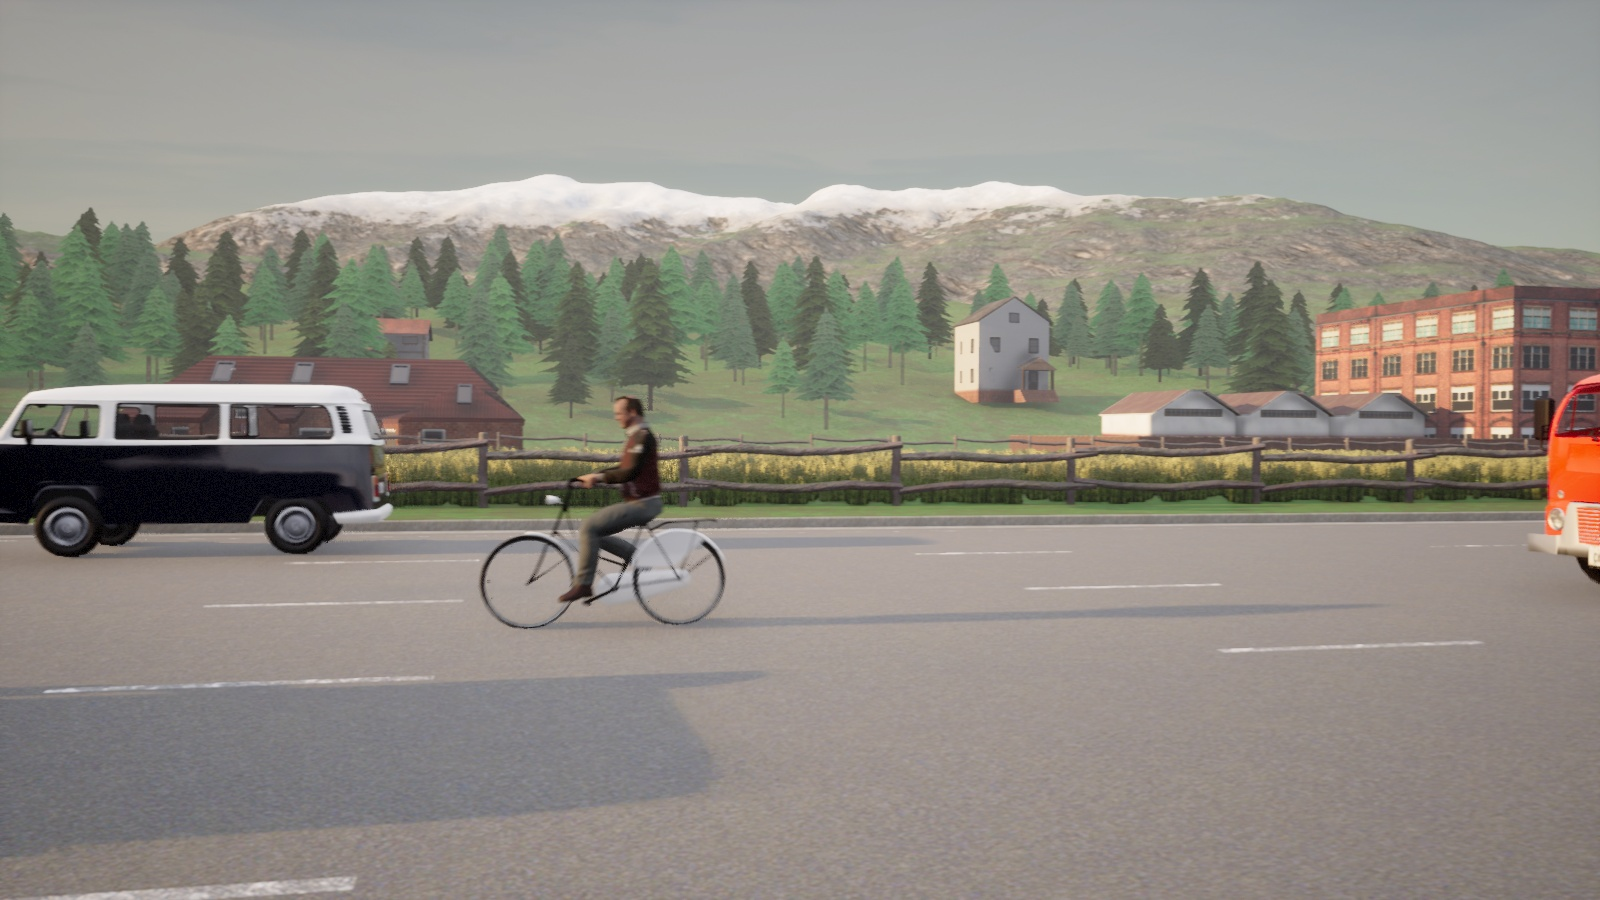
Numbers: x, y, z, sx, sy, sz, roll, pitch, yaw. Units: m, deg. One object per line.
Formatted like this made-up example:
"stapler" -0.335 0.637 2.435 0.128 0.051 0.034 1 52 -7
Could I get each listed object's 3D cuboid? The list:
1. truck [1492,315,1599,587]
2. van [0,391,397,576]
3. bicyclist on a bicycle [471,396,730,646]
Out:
"truck" 9.806 -0.021 11.933 5.204 2.467 2.627 -1 1 -12
"van" -7.380 0.339 15.315 4.480 2.038 2.069 -1 1 -12
"bicyclist on a bicycle" -1.499 0.496 9.445 1.843 1.776 0.659 -1 1 -12
